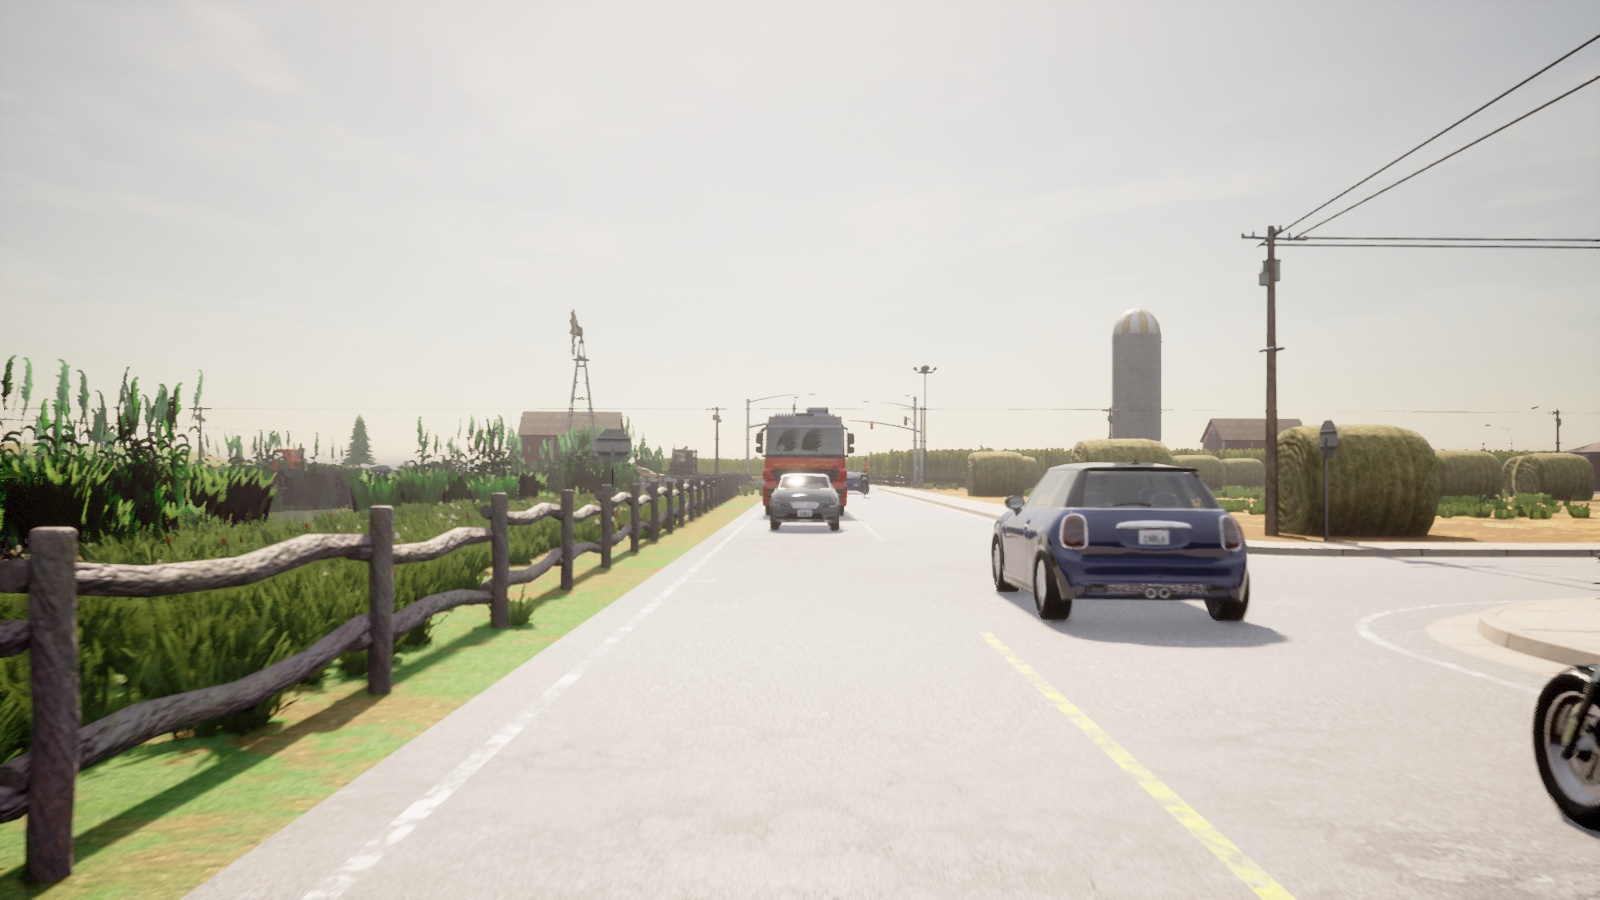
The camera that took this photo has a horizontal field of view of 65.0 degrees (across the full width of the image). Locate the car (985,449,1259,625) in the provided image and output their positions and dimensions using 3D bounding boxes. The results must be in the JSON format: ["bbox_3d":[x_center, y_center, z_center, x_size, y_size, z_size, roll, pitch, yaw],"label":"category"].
[{"bbox_3d":[3.563,0.917,14.887,2.097,1.767,4.553,0,-1,0],"label":"car"}]

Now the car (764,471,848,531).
[{"bbox_3d":[0.155,1.348,34.490,2.128,1.511,4.902,0,-1,0],"label":"car"}]

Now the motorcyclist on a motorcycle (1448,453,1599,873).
[{"bbox_3d":[3.517,0.833,4.883,0.766,1.649,2.350,0,-1,0],"label":"motorcyclist on a motorcycle"}]

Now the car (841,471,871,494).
[{"bbox_3d":[3.908,2.260,88.578,1.882,1.535,5.008,0,-1,0],"label":"car"}]

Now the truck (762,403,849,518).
[{"bbox_3d":[0.206,0.423,46.223,2.891,3.827,8.468,0,-1,0],"label":"truck"}]
